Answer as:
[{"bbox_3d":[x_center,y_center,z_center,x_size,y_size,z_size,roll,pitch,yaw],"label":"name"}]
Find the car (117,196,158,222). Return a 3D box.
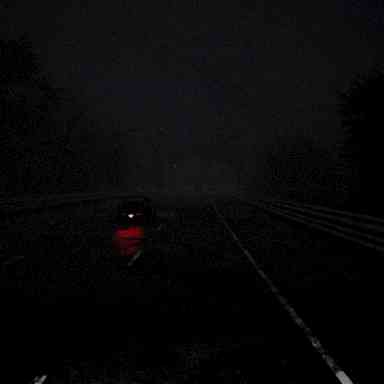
[{"bbox_3d":[-3.325,0.995,20.838,1.837,1.490,4.892,0,1,1],"label":"car"}]
